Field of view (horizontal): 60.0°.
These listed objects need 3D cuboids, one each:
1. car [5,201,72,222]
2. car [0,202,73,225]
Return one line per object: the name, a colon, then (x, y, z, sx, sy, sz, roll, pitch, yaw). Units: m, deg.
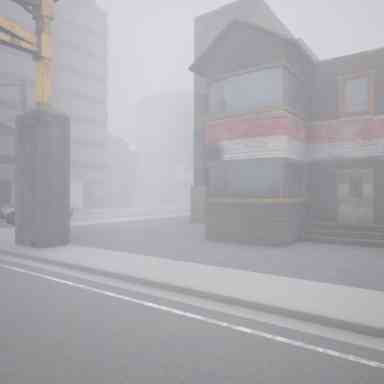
car: (-10.679, 1.295, 23.547, 1.853, 1.218, 4.536, 0, 0, 15)
car: (-10.693, 1.453, 23.497, 2.038, 1.542, 4.974, 0, 0, 15)
